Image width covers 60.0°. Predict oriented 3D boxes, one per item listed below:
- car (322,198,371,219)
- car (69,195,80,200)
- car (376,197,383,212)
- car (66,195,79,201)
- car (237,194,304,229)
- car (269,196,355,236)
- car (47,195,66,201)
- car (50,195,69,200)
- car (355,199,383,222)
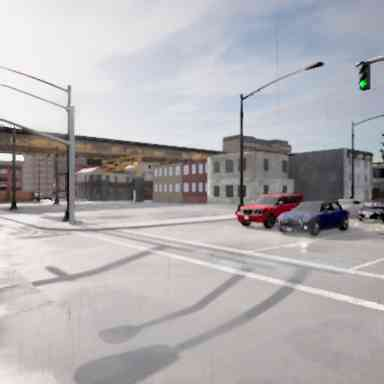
[{"bbox_3d":[13.024,1.336,27.935,4.674,1.442,1.812,-1,1,-38],"label":"car"},{"bbox_3d":[-30.696,1.468,86.675,1.853,1.218,4.536,0,0,-9],"label":"car"},{"bbox_3d":[21.310,1.192,34.528,5.357,1.411,2.033,-1,1,-39],"label":"car"},{"bbox_3d":[-30.688,1.626,86.624,2.038,1.542,4.974,0,0,-9],"label":"car"},{"bbox_3d":[5.430,1.159,21.828,5.566,2.045,2.150,-1,0,-39],"label":"car"},{"bbox_3d":[6.685,1.296,18.330,4.553,1.767,2.097,-1,0,-39],"label":"car"},{"bbox_3d":[-34.407,1.621,86.326,4.974,1.542,2.038,0,0,21],"label":"car"},{"bbox_3d":[-34.455,1.464,86.345,4.536,1.218,1.853,0,0,21],"label":"car"},{"bbox_3d":[13.754,1.326,24.033,4.902,1.511,2.128,-1,1,-39],"label":"car"}]
